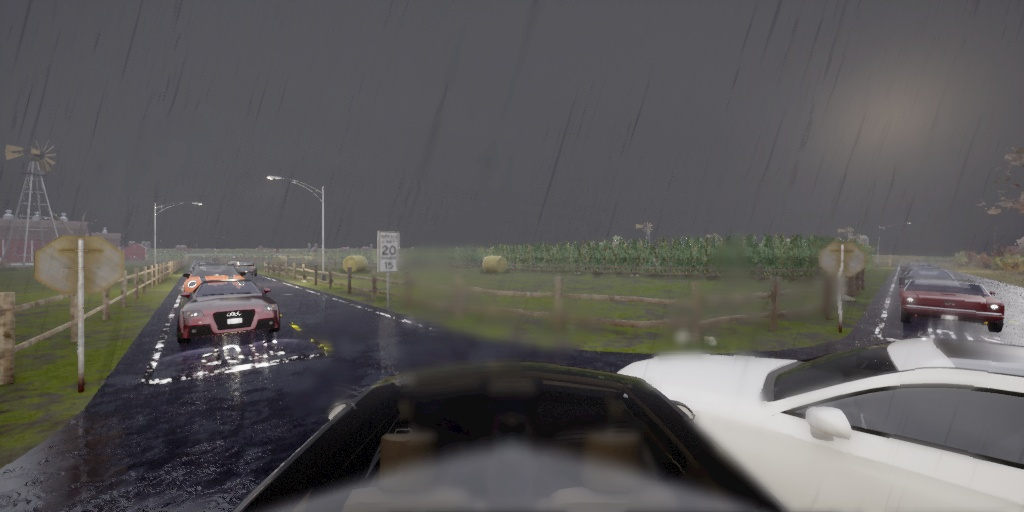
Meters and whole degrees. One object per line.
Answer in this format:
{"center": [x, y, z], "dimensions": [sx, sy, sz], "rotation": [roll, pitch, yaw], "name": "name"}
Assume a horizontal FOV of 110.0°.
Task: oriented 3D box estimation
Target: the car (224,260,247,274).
{"center": [-33.422, 1.284, 43.280], "dimensions": [1.837, 1.490, 4.892], "rotation": [0, 0, -41], "name": "car"}

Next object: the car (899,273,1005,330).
{"center": [13.590, 1.390, 11.275], "dimensions": [4.718, 1.301, 1.895], "rotation": [0, 1, -43], "name": "car"}

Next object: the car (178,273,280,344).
{"center": [-7.878, 1.351, 9.941], "dimensions": [1.994, 1.385, 4.181], "rotation": [0, 0, -42], "name": "car"}

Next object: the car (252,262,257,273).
{"center": [-26.750, 1.267, 35.778], "dimensions": [2.128, 1.511, 4.902], "rotation": [0, 0, -41], "name": "car"}

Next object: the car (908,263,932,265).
{"center": [27.506, 1.383, 24.002], "dimensions": [4.181, 1.385, 1.994], "rotation": [0, 1, -42], "name": "car"}

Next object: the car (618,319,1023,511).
{"center": [2.851, 1.293, 2.283], "dimensions": [1.812, 1.442, 4.674], "rotation": [0, 1, -44], "name": "car"}

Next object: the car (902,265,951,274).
{"center": [20.710, 1.350, 17.791], "dimensions": [5.357, 1.411, 2.033], "rotation": [0, 1, -42], "name": "car"}

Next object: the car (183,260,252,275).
{"center": [-13.611, 1.133, 16.462], "dimensions": [2.097, 1.767, 4.553], "rotation": [0, 0, -41], "name": "car"}
